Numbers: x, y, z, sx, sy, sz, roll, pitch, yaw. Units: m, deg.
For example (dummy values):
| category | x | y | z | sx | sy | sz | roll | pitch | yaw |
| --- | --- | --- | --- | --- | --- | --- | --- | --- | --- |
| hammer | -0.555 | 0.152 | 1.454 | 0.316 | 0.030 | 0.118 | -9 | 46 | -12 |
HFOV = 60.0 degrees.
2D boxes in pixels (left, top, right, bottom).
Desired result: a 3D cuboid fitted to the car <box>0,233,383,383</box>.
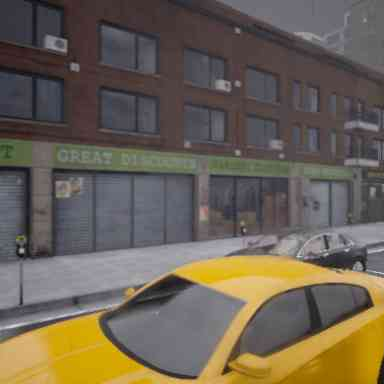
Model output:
| category | x | y | z | sx | sy | sz | roll | pitch | yaw |
| --- | --- | --- | --- | --- | --- | --- | --- | --- | --- |
| car | 0.407 | 1.481 | 3.352 | 5.008 | 1.535 | 1.882 | 0 | 0 | -35 |

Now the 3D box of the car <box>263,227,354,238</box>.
| category | x | y | z | sx | sy | sz | roll | pitch | yaw |
| --- | --- | --- | --- | --- | --- | --- | --- | --- | --- |
| car | 2.521 | 1.560 | 7.983 | 4.403 | 1.369 | 2.008 | 0 | 0 | -35 |
